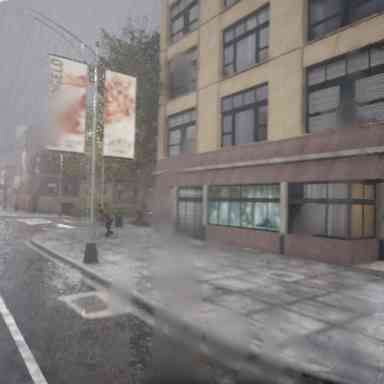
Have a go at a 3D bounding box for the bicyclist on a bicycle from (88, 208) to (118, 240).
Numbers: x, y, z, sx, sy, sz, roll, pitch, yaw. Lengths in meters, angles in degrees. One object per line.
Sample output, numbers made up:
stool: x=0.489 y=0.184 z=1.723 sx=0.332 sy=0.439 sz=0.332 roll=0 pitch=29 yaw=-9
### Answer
bicyclist on a bicycle: x=-4.590 y=1.680 z=17.319 sx=1.656 sy=1.620 sz=0.582 roll=2 pitch=-2 yaw=-36

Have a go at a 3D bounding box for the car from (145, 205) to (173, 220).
car: x=-3.506 y=2.366 z=39.196 sx=4.553 sy=1.767 sz=2.097 roll=3 pitch=-2 yaw=-37
